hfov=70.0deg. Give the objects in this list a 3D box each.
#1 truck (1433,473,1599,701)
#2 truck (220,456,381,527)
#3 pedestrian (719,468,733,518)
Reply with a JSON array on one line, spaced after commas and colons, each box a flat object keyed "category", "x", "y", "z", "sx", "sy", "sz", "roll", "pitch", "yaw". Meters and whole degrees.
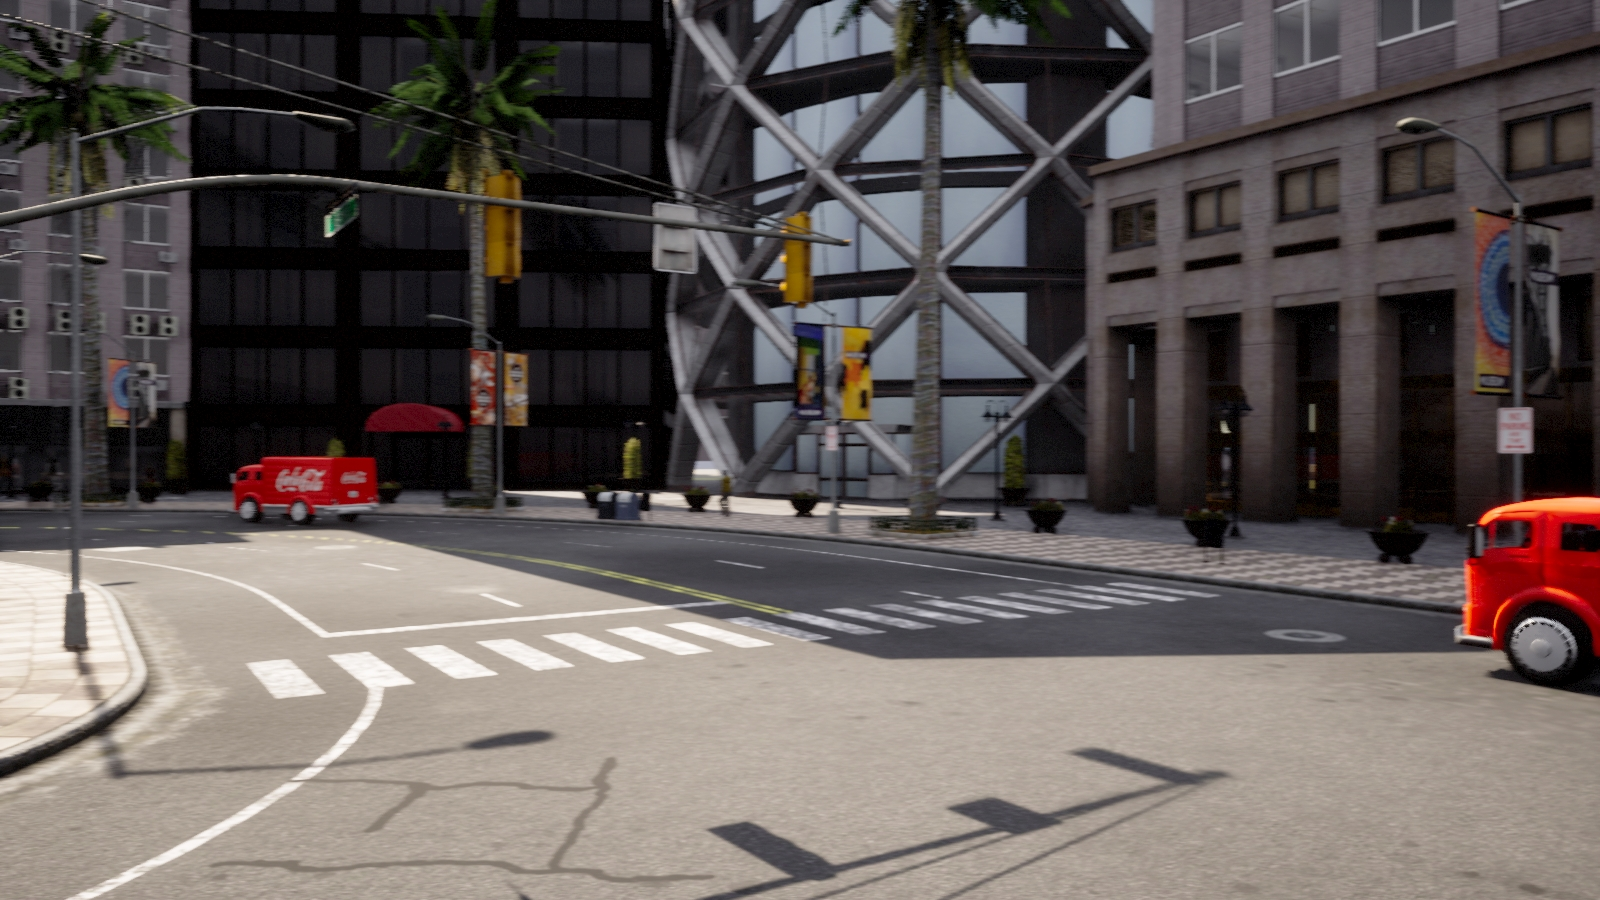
[{"category": "truck", "x": 10.400, "y": 1.554, "z": 12.756, "sx": 2.627, "sy": 2.467, "sz": 5.204, "roll": 0, "pitch": 0, "yaw": -33}, {"category": "truck", "x": -18.607, "y": 1.492, "z": 42.580, "sx": 5.204, "sy": 2.467, "sz": 2.627, "roll": 0, "pitch": 0, "yaw": 22}, {"category": "pedestrian", "x": -2.830, "y": 1.628, "z": 43.452, "sx": 0.375, "sy": 1.860, "sz": 0.375, "roll": 0, "pitch": 0, "yaw": 37}]
